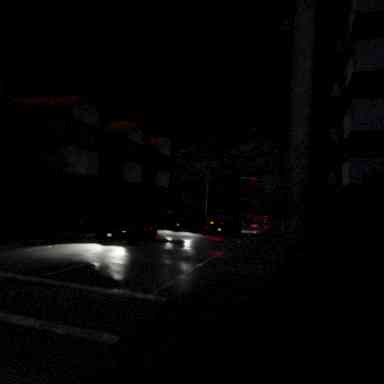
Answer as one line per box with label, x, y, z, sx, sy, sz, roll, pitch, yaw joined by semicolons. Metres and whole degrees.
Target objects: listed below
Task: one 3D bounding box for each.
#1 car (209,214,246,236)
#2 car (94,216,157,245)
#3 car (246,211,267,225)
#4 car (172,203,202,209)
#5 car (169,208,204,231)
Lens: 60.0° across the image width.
car;2.695;2.536;26.016;1.837;1.490;4.892;3;-2;17
car;-3.482;2.015;18.318;1.994;1.385;4.181;3;-2;18
car;8.166;3.199;43.396;2.097;1.767;4.553;4;-2;-6
car;-0.904;2.987;59.070;5.566;2.045;2.150;3;-2;17
car;-0.352;2.422;28.255;1.837;1.490;4.892;3;-2;18
